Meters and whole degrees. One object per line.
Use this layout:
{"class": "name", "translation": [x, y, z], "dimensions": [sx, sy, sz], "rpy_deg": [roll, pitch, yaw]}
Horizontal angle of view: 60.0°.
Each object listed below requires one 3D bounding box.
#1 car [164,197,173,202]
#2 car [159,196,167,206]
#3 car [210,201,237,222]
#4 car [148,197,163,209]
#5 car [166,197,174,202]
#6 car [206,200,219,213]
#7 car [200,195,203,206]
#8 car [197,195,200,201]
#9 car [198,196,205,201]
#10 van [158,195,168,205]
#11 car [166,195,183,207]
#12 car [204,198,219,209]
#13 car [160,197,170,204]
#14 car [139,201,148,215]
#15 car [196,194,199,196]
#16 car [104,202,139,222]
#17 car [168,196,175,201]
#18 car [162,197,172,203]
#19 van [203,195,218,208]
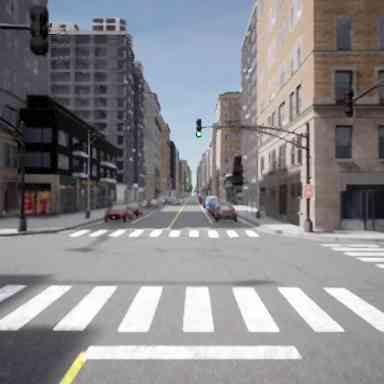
{"class": "car", "translation": [-5.830, 1.897, 83.812], "dimensions": [1.947, 1.339, 4.313], "rpy_deg": [1, 0, 0]}
{"class": "car", "translation": [-5.834, 1.677, 61.121], "dimensions": [1.967, 1.590, 4.097], "rpy_deg": [1, 0, 0]}
{"class": "car", "translation": [2.682, 1.684, 27.073], "dimensions": [1.802, 1.307, 4.206], "rpy_deg": [1, 0, 0]}
{"class": "car", "translation": [-5.838, 1.773, 49.775], "dimensions": [1.802, 1.307, 4.206], "rpy_deg": [1, 0, 0]}
{"class": "car", "translation": [-5.828, 1.920, 89.485], "dimensions": [1.947, 1.339, 4.313], "rpy_deg": [1, 0, 0]}
{"class": "car", "translation": [2.683, 1.706, 32.746], "dimensions": [1.802, 1.307, 4.206], "rpy_deg": [1, 0, 0]}
{"class": "car", "translation": [2.690, 1.506, 49.767], "dimensions": [2.192, 1.841, 5.009], "rpy_deg": [1, 0, 0]}
{"class": "car", "translation": [2.693, 1.850, 72.459], "dimensions": [1.947, 1.339, 4.313], "rpy_deg": [1, 0, 0]}
{"class": "car", "translation": [2.699, 1.902, 95.323], "dimensions": [1.752, 1.417, 4.829], "rpy_deg": [1, 0, 0]}
{"class": "van", "translation": [-5.832, 1.601, 66.795], "dimensions": [1.690, 1.788, 3.998], "rpy_deg": [1, 0, 0]}
{"class": "car", "translation": [-2.986, 1.750, 57.965], "dimensions": [1.837, 1.490, 4.892], "rpy_deg": [0, 0, 0]}
{"class": "car", "translation": [2.685, 1.728, 38.419], "dimensions": [1.802, 1.307, 4.206], "rpy_deg": [1, 0, 0]}
{"class": "car", "translation": [-5.833, 1.866, 72.466], "dimensions": [1.802, 1.307, 4.206], "rpy_deg": [1, 0, 0]}
{"class": "car", "translation": [-5.842, 1.668, 32.757], "dimensions": [1.887, 1.381, 4.507], "rpy_deg": [1, 0, 0]}
{"class": "car", "translation": [2.698, 1.646, 83.807], "dimensions": [2.192, 1.841, 5.009], "rpy_deg": [1, 0, 0]}
{"class": "car", "translation": [-5.843, 1.647, 27.084], "dimensions": [1.887, 1.381, 4.507], "rpy_deg": [1, 0, 0]}
{"class": "car", "translation": [-5.827, 1.921, 95.158], "dimensions": [1.887, 1.381, 4.507], "rpy_deg": [1, 0, 0]}
{"class": "car", "translation": [-5.831, 1.858, 78.139], "dimensions": [2.008, 1.369, 4.403], "rpy_deg": [1, 0, 0]}
{"class": "van", "translation": [2.689, 1.509, 44.094], "dimensions": [1.690, 1.788, 3.998], "rpy_deg": [1, 0, 0]}
